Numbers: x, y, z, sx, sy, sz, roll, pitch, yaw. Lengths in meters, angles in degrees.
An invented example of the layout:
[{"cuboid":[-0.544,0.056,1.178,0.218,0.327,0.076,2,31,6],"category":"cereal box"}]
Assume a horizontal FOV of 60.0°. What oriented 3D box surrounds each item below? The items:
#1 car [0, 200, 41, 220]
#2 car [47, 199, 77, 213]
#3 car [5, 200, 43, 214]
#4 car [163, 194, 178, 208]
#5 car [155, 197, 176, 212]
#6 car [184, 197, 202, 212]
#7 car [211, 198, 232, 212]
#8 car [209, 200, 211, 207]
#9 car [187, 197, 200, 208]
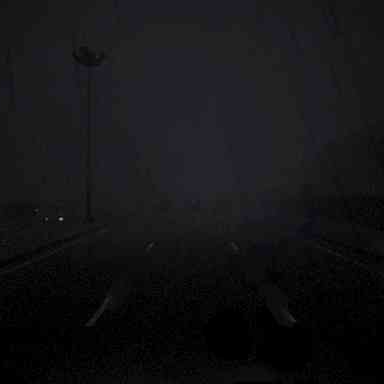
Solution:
[{"cuboid":[-15.042,1.543,28.443,2.128,1.511,4.902,0,0,0],"category":"car"},{"cuboid":[-14.936,1.547,38.499,1.882,1.535,5.008,0,0,1],"category":"car"},{"cuboid":[-18.463,1.630,36.785,1.994,1.385,4.181,0,0,1],"category":"car"},{"cuboid":[-3.294,1.311,50.248,2.150,2.045,5.566,0,0,0],"category":"car"},{"cuboid":[-3.373,1.619,39.917,2.033,1.411,5.357,0,0,0],"category":"car"},{"cuboid":[0.126,1.563,39.857,2.128,1.511,4.902,0,0,0],"category":"car"},{"cuboid":[3.626,1.549,39.750,1.882,1.535,5.008,0,0,0],"category":"car"},{"cuboid":[3.706,1.654,50.168,1.994,1.385,4.181,0,0,0],"category":"car"},{"cuboid":[0.206,1.595,50.192,1.837,1.490,4.892,0,0,0],"category":"car"}]
